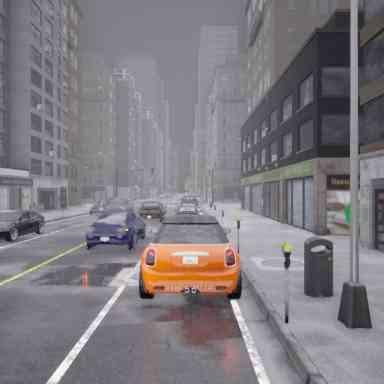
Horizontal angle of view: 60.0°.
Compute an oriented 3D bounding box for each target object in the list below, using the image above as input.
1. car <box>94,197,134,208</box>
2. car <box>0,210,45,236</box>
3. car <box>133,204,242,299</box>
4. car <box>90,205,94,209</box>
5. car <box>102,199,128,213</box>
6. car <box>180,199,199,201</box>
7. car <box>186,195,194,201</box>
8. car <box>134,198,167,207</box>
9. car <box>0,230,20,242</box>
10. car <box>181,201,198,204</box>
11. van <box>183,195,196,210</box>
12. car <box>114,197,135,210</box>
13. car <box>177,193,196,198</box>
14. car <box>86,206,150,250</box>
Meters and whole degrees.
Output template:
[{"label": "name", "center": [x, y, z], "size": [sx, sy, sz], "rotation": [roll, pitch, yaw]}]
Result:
[{"label": "car", "center": [-6.242, 1.353, 27.661], "size": [2.097, 1.767, 4.553], "rotation": [0, 0, 0]}, {"label": "car", "center": [-8.813, 1.566, 16.352], "size": [1.947, 1.339, 4.313], "rotation": [0, 0, 0]}, {"label": "car", "center": [-0.032, 1.353, 8.621], "size": [2.097, 1.767, 4.553], "rotation": [0, 0, 0]}, {"label": "car", "center": [-8.813, 1.583, 32.928], "size": [1.802, 1.307, 4.206], "rotation": [0, 0, 0]}, {"label": "car", "center": [-8.813, 1.567, 38.453], "size": [1.947, 1.339, 4.313], "rotation": [0, 0, 0]}, {"label": "car", "center": [-0.287, 1.552, 27.412], "size": [2.008, 1.369, 4.403], "rotation": [0, 0, 0]}, {"label": "car", "center": [-0.572, 1.470, 87.873], "size": [1.967, 1.590, 4.097], "rotation": [0, 0, -1]}, {"label": "car", "center": [-3.064, 1.508, 26.288], "size": [1.837, 1.490, 4.892], "rotation": [0, 1, 0]}, {"label": "car", "center": [-3.053, 1.353, 1.540], "size": [2.097, 1.767, 4.553], "rotation": [0, 0, 0]}, {"label": "car", "center": [-0.287, 1.551, 21.888], "size": [2.008, 1.369, 4.403], "rotation": [0, 0, 0]}, {"label": "van", "center": [-0.287, 1.343, 43.983], "size": [1.690, 1.788, 3.998], "rotation": [0, 0, 0]}, {"label": "car", "center": [-8.813, 1.442, 43.978], "size": [1.967, 1.590, 4.097], "rotation": [0, 0, 0]}, {"label": "car", "center": [-0.287, 1.316, 38.459], "size": [2.192, 1.841, 5.009], "rotation": [0, 0, 0]}, {"label": "car", "center": [-3.147, 1.526, 14.309], "size": [1.812, 1.442, 4.674], "rotation": [0, 0, 0]}]
